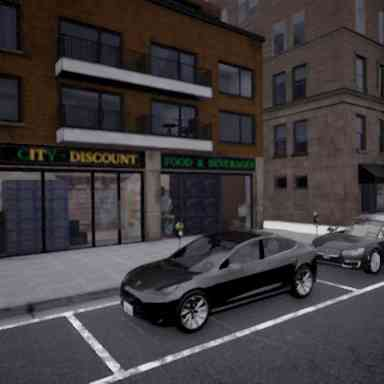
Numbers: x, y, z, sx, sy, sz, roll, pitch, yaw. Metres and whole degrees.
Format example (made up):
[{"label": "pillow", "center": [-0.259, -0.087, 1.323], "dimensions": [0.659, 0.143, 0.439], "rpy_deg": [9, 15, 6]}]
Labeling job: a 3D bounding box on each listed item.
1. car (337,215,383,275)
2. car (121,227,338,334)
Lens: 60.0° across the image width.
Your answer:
[{"label": "car", "center": [5.265, 1.400, 9.839], "dimensions": [4.403, 1.369, 2.008], "rpy_deg": [-1, 1, -35]}, {"label": "car", "center": [0.741, 1.499, 6.680], "dimensions": [4.313, 1.339, 1.947], "rpy_deg": [-1, 1, -35]}]
